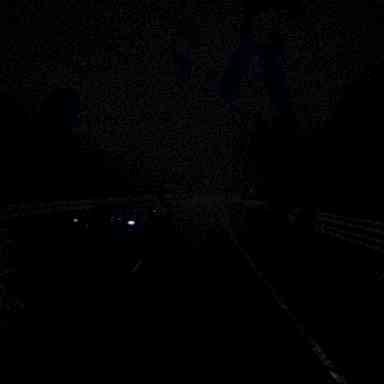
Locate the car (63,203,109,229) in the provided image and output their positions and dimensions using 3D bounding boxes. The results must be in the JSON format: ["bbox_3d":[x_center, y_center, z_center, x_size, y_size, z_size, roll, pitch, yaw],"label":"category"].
[{"bbox_3d":[-6.465,1.446,21.207,1.882,1.535,5.008,0,0,2],"label":"car"}]

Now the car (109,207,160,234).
[{"bbox_3d":[-3.035,1.536,18.975,1.994,1.385,4.181,0,0,2],"label":"car"}]
